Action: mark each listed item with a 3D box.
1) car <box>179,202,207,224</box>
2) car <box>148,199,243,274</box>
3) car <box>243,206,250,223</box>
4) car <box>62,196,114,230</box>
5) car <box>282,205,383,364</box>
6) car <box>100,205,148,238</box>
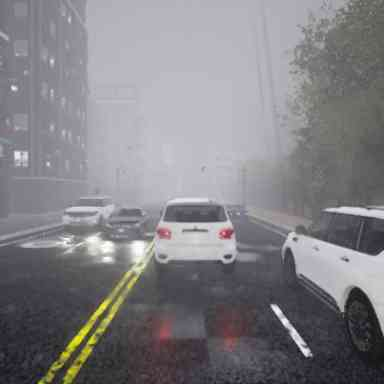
[{"bbox_3d":[0.102,1.623,26.747,2.033,1.411,5.357,0,0,0],"label":"car"},{"bbox_3d":[0.095,1.243,10.755,2.150,2.045,5.566,0,-1,0],"label":"car"},{"bbox_3d":[3.352,1.622,26.480,2.033,1.411,5.357,0,0,0],"label":"car"},{"bbox_3d":[-6.596,1.284,21.994,2.150,2.045,5.566,0,0,0],"label":"car"},{"bbox_3d":[3.313,1.240,6.006,2.150,2.045,5.566,0,0,0],"label":"car"},{"bbox_3d":[-3.347,1.575,18.066,1.812,1.442,4.674,0,0,0],"label":"car"}]
